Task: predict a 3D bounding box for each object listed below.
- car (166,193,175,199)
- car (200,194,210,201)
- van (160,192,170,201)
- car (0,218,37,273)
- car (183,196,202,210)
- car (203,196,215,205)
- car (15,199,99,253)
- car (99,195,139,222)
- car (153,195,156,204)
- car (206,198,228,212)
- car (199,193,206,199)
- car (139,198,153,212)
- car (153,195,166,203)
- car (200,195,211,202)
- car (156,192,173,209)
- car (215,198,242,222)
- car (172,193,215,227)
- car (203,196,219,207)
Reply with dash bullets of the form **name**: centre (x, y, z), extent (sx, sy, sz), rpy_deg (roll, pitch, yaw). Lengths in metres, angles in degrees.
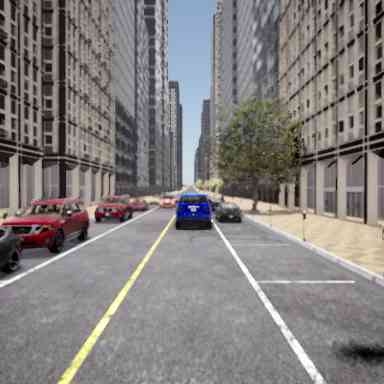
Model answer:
- **car**: centre (-5.710, 1.058, 87.578), extent (2.008, 1.369, 4.403), rpy_deg (0, 0, 0)
- **car**: centre (2.673, 1.162, 70.488), extent (1.887, 1.381, 4.507), rpy_deg (0, 0, 0)
- **van**: centre (-5.708, 0.959, 70.486), extent (1.690, 1.788, 3.998), rpy_deg (0, 0, 0)
- **car**: centre (-5.695, 1.528, 7.819), extent (1.947, 1.339, 4.313), rpy_deg (0, 0, 0)
- **car**: centre (0.090, 1.287, 40.160), extent (2.128, 1.511, 4.902), rpy_deg (0, 0, 0)
- **car**: centre (2.676, 1.303, 53.397), extent (1.802, 1.307, 4.206), rpy_deg (0, 0, 0)
- **car**: centre (-5.697, 1.249, 13.514), extent (2.192, 1.841, 5.009), rpy_deg (0, 0, 0)
- **car**: centre (-5.699, 1.192, 24.909), extent (2.192, 1.841, 5.009), rpy_deg (0, 0, 0)
- **car**: centre (-5.704, 1.247, 53.226), extent (1.752, 1.417, 4.829), rpy_deg (0, 0, 0)
- **car**: centre (2.680, 1.367, 36.305), extent (2.008, 1.369, 4.403), rpy_deg (0, 0, 0)
- **car**: centre (2.670, 1.031, 87.749), extent (1.752, 1.417, 4.829), rpy_deg (0, 0, 0)
- **car**: centre (-5.700, 1.399, 36.305), extent (1.802, 1.307, 4.206), rpy_deg (0, 0, 0)
- **car**: centre (-5.705, 1.253, 59.092), extent (1.947, 1.339, 4.313), rpy_deg (0, 0, 0)
- **car**: centre (2.674, 1.218, 64.790), extent (1.947, 1.339, 4.313), rpy_deg (0, 0, 0)
- **car**: centre (-3.010, 1.135, 42.290), extent (2.097, 1.767, 4.553), rpy_deg (0, 0, 0)
- **car**: centre (2.682, 1.427, 24.911), extent (2.008, 1.369, 4.403), rpy_deg (0, 0, 0)
- **car**: centre (0.095, 1.114, 21.762), extent (2.150, 2.045, 5.566), rpy_deg (0, 0, 0)
- **car**: centre (2.677, 1.304, 47.700), extent (2.008, 1.369, 4.403), rpy_deg (0, 0, 0)
